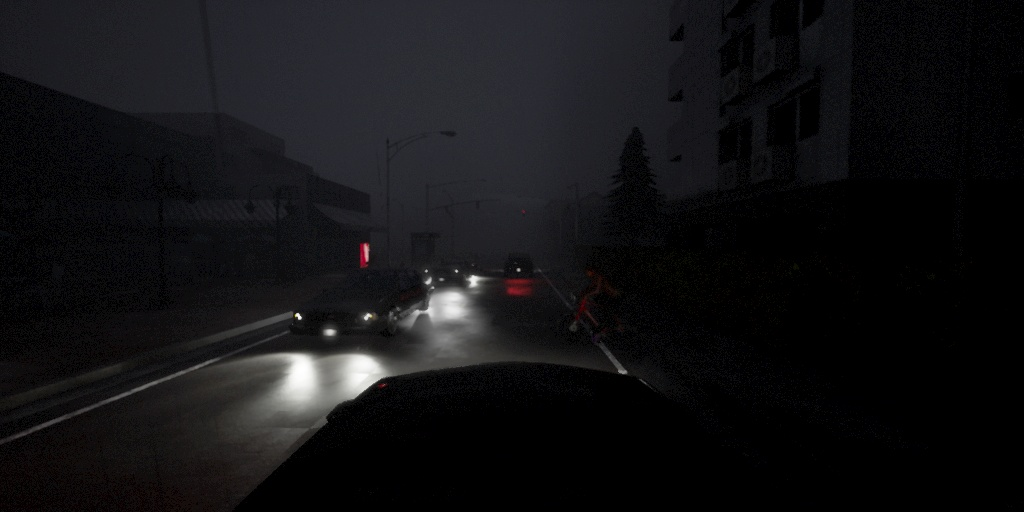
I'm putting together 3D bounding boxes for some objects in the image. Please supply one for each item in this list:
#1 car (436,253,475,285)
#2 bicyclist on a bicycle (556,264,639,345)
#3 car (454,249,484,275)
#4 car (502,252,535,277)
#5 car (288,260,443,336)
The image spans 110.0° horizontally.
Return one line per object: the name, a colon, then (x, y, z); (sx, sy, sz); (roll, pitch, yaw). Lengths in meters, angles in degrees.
car: (-3.334, 0.727, 19.246); (1.895, 1.301, 4.718); (0, 2, 1)
bicyclist on a bicycle: (1.710, 0.979, 7.132); (1.656, 1.620, 0.582); (1, 2, 1)
car: (-3.153, 0.453, 25.203); (1.812, 1.442, 4.674); (0, 2, 1)
car: (0.423, 0.495, 23.548); (1.837, 1.490, 4.892); (0, 2, 1)
car: (-3.495, 1.009, 9.608); (2.033, 1.411, 5.357); (0, 2, 1)
